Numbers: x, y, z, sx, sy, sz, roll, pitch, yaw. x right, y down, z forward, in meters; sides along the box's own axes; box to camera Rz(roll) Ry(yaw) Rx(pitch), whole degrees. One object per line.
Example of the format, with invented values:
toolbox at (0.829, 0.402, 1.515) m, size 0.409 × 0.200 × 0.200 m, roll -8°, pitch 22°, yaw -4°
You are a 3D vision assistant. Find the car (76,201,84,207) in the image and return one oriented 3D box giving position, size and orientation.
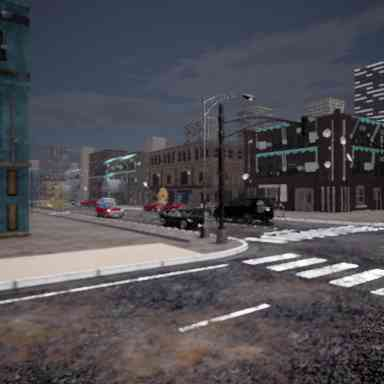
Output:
car at (-21.075, 2.281, 66.872) m, size 1.887 × 1.381 × 4.507 m, roll -1°, pitch 0°, yaw -35°

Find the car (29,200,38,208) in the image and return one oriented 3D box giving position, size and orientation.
car at (-31.112, 2.408, 66.525) m, size 2.008 × 1.369 × 4.403 m, roll -1°, pitch 0°, yaw -35°

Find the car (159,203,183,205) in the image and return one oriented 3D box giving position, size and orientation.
car at (-1.826, 1.957, 39.809) m, size 1.802 × 1.307 × 4.206 m, roll -1°, pitch 0°, yaw -35°

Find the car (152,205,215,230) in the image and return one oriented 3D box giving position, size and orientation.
car at (-0.711, 1.847, 23.571) m, size 1.947 × 1.339 × 4.313 m, roll -1°, pitch 0°, yaw -35°

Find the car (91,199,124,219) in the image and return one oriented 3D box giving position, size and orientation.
car at (-8.658, 1.879, 34.950) m, size 1.967 × 1.590 × 4.097 m, roll -1°, pitch 0°, yaw -35°

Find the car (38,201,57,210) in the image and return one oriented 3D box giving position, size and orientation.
car at (-24.597, 2.265, 57.365) m, size 1.752 × 1.417 × 4.829 m, roll -1°, pitch 0°, yaw -35°

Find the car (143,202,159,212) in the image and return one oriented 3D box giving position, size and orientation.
car at (-5.033, 2.019, 44.319) m, size 1.802 × 1.307 × 4.206 m, roll -1°, pitch 0°, yaw -35°

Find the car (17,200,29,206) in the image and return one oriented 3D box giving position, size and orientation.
car at (-40.735, 2.580, 80.057) m, size 2.008 × 1.369 × 4.403 m, roll -1°, pitch 0°, yaw -35°

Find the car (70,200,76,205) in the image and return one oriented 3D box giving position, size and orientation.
car at (-27.491, 2.417, 75.894) m, size 1.947 × 1.339 × 4.313 m, roll -1°, pitch 0°, yaw -35°

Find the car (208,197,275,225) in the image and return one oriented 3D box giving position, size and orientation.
car at (4.116, 1.456, 27.039) m, size 2.150 × 2.045 × 5.566 m, roll -1°, pitch 0°, yaw -36°

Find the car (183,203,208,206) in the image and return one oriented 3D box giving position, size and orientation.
car at (1.381, 1.863, 35.298) m, size 2.008 × 1.369 × 4.403 m, roll -1°, pitch 0°, yaw -35°

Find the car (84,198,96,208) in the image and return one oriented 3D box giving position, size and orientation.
car at (-17.872, 1.993, 62.361) m, size 2.192 × 1.841 × 5.009 m, roll -1°, pitch 0°, yaw -35°
